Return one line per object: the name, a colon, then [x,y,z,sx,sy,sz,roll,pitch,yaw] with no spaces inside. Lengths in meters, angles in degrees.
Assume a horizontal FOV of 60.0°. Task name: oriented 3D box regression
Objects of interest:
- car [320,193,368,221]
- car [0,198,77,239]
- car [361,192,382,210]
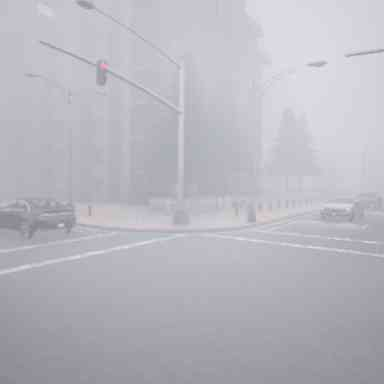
car: [9.834,0.982,21.607,1.812,1.442,4.674,2,2,37]
car: [-6.921,1.005,14.272,4.902,1.511,2.128,2,2,38]
car: [15.794,0.766,29.870,1.837,1.490,4.892,2,2,36]
